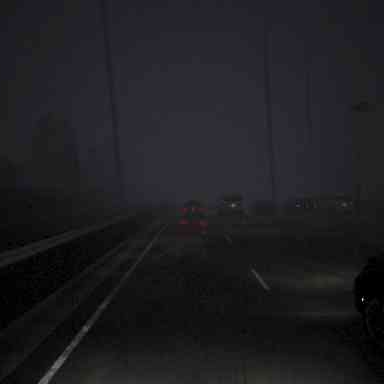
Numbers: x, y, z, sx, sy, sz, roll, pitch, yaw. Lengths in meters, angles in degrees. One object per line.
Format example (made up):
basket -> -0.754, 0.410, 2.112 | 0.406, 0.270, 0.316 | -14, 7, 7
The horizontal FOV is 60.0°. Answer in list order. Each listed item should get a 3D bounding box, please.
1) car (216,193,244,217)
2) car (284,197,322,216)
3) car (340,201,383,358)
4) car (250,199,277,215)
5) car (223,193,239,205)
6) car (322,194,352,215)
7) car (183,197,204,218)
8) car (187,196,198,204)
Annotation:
car -> 3.604, 1.218, 31.691 | 2.150, 2.045, 5.566 | 0, 0, 0
car -> 10.606, 1.348, 32.752 | 2.097, 1.767, 4.553 | 0, 0, 0
car -> 3.604, 1.222, 2.809 | 2.150, 2.045, 5.566 | 0, 0, 0
car -> 7.108, 1.473, 33.506 | 1.882, 1.535, 5.008 | 0, 0, 0
car -> 7.113, 1.213, 60.991 | 2.150, 2.045, 5.566 | 0, 0, 0
car -> 14.105, 1.217, 33.427 | 2.150, 2.045, 5.566 | 0, 0, 0
car -> 0.106, 1.453, 29.795 | 1.801, 1.575, 5.366 | 0, 0, 0
car -> 0.115, 1.555, 64.424 | 1.994, 1.385, 4.181 | 0, 0, 0
